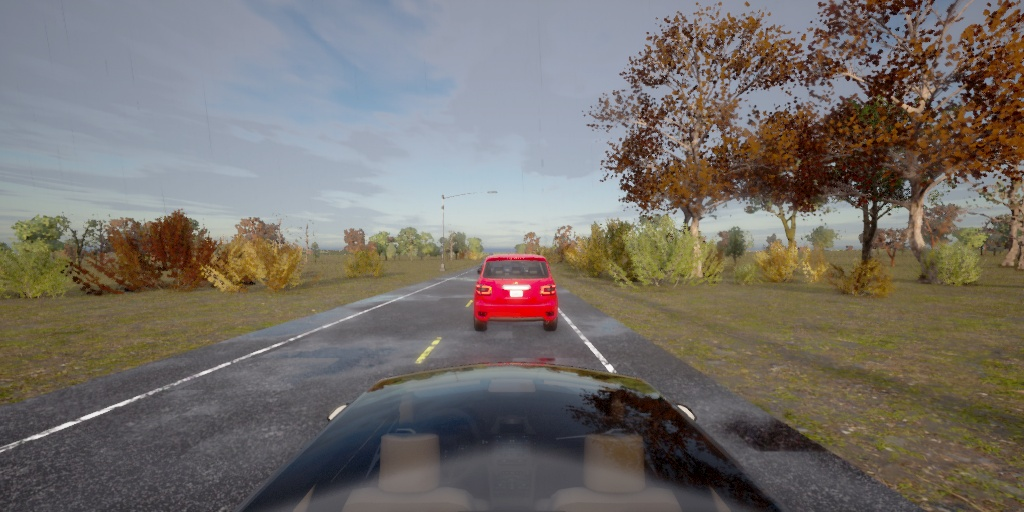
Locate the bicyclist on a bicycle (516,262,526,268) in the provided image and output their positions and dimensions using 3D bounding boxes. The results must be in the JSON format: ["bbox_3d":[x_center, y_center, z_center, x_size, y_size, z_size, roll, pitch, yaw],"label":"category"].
[{"bbox_3d":[0.857,1.110,30.227,0.659,1.776,1.843,0,0,0],"label":"bicyclist on a bicycle"}]

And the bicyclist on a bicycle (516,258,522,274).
[{"bbox_3d":[0.780,1.106,40.240,0.659,1.776,1.843,0,0,0],"label":"bicyclist on a bicycle"}]

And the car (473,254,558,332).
[{"bbox_3d":[0.077,0.968,11.048,2.150,2.045,5.566,0,0,-1],"label":"car"}]

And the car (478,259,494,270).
[{"bbox_3d":[-3.929,1.224,55.040,2.128,1.511,4.902,0,0,-1],"label":"car"}]
